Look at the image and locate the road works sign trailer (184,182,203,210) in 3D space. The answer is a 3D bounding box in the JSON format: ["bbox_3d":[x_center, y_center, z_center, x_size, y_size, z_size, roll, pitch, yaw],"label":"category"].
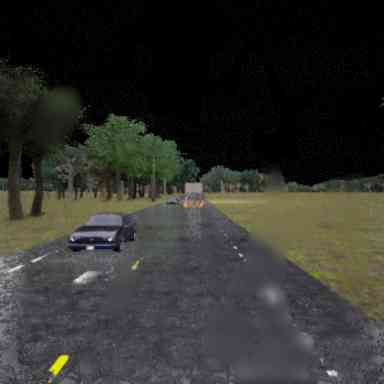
[{"bbox_3d":[0.213,0.491,43.731,2.380,3.560,2.880,0,0,1],"label":"road works sign trailer"}]

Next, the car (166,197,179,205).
[{"bbox_3d":[-3.218,1.533,55.552,1.994,1.385,4.181,0,0,1],"label":"car"}]

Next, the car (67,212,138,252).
[{"bbox_3d":[-3.571,1.594,14.356,2.033,1.411,5.357,0,0,0],"label":"car"}]
